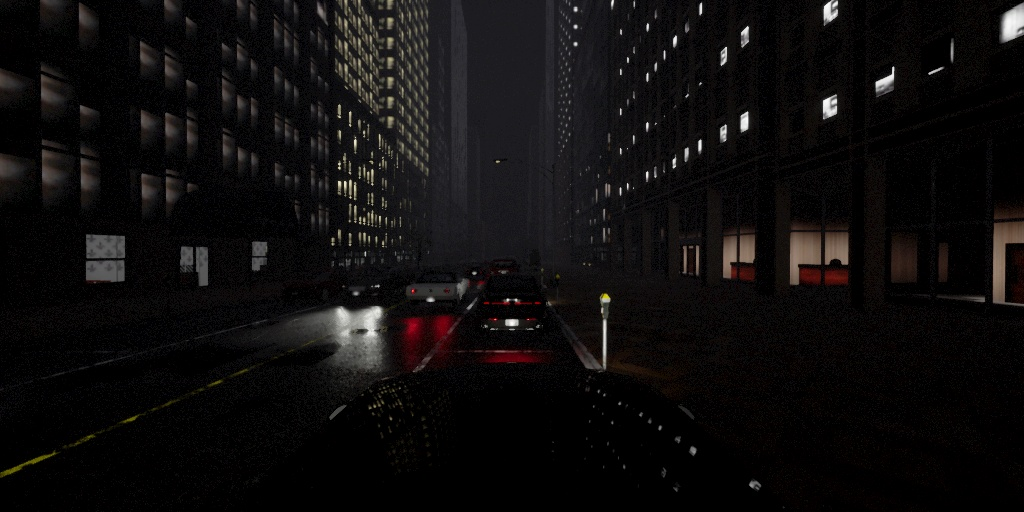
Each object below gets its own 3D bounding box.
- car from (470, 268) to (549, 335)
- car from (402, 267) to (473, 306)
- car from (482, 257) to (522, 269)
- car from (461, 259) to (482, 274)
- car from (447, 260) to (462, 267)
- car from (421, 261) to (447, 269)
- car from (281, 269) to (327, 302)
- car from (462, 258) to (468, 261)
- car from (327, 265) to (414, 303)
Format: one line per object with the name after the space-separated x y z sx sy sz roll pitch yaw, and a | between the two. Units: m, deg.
-0.001 1.252 10.501 1.837 1.490 4.892 0 0 0 | car
-3.046 1.348 15.685 1.895 1.301 4.718 0 0 0 | car
-0.457 1.061 22.523 2.192 1.841 5.009 0 0 0 | car
-3.160 1.270 32.352 1.812 1.442 4.674 0 0 0 | car
-8.837 1.291 50.940 2.007 1.370 4.403 0 0 0 | car
-8.837 1.294 39.574 2.007 1.370 4.403 0 0 0 | car
-8.837 1.292 16.839 1.888 1.381 4.507 0 0 0 | car
-8.837 1.320 62.308 1.802 1.307 4.207 0 0 0 | car
-6.247 1.239 16.809 2.128 1.511 4.902 0 0 0 | car
